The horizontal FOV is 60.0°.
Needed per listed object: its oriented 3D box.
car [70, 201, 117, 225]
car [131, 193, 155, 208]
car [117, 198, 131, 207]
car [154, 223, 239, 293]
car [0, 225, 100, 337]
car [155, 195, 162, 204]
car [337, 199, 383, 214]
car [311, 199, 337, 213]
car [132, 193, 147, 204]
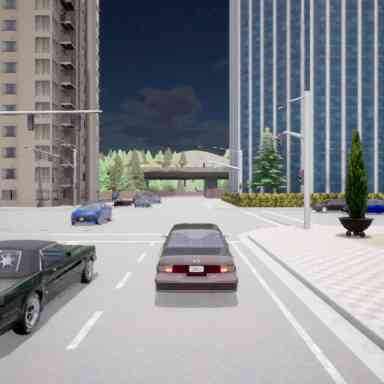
[{"bbox_3d":[-7.053,1.477,23.777,1.882,1.535,5.008,0,0,0],"label":"car"},{"bbox_3d":[-7.000,1.352,47.840,2.097,1.767,4.553,0,0,0],"label":"car"},{"bbox_3d":[-10.518,1.601,51.067,1.895,1.301,4.718,0,0,1],"label":"car"},{"bbox_3d":[0.093,1.547,8.998,2.033,1.411,5.357,0,0,0],"label":"car"},{"bbox_3d":[-3.425,1.601,6.659,1.895,1.301,4.718,0,0,1],"label":"car"},{"bbox_3d":[-6.932,1.351,62.846,2.097,1.767,4.553,0,0,1],"label":"car"},{"bbox_3d":[17.616,1.477,33.076,5.008,1.535,1.882,0,0,0],"label":"car"},{"bbox_3d":[15.665,1.505,36.560,4.892,1.490,1.837,0,0,0],"label":"car"},{"bbox_3d":[-10.389,1.220,66.435,2.150,2.045,5.566,0,0,1],"label":"car"}]
